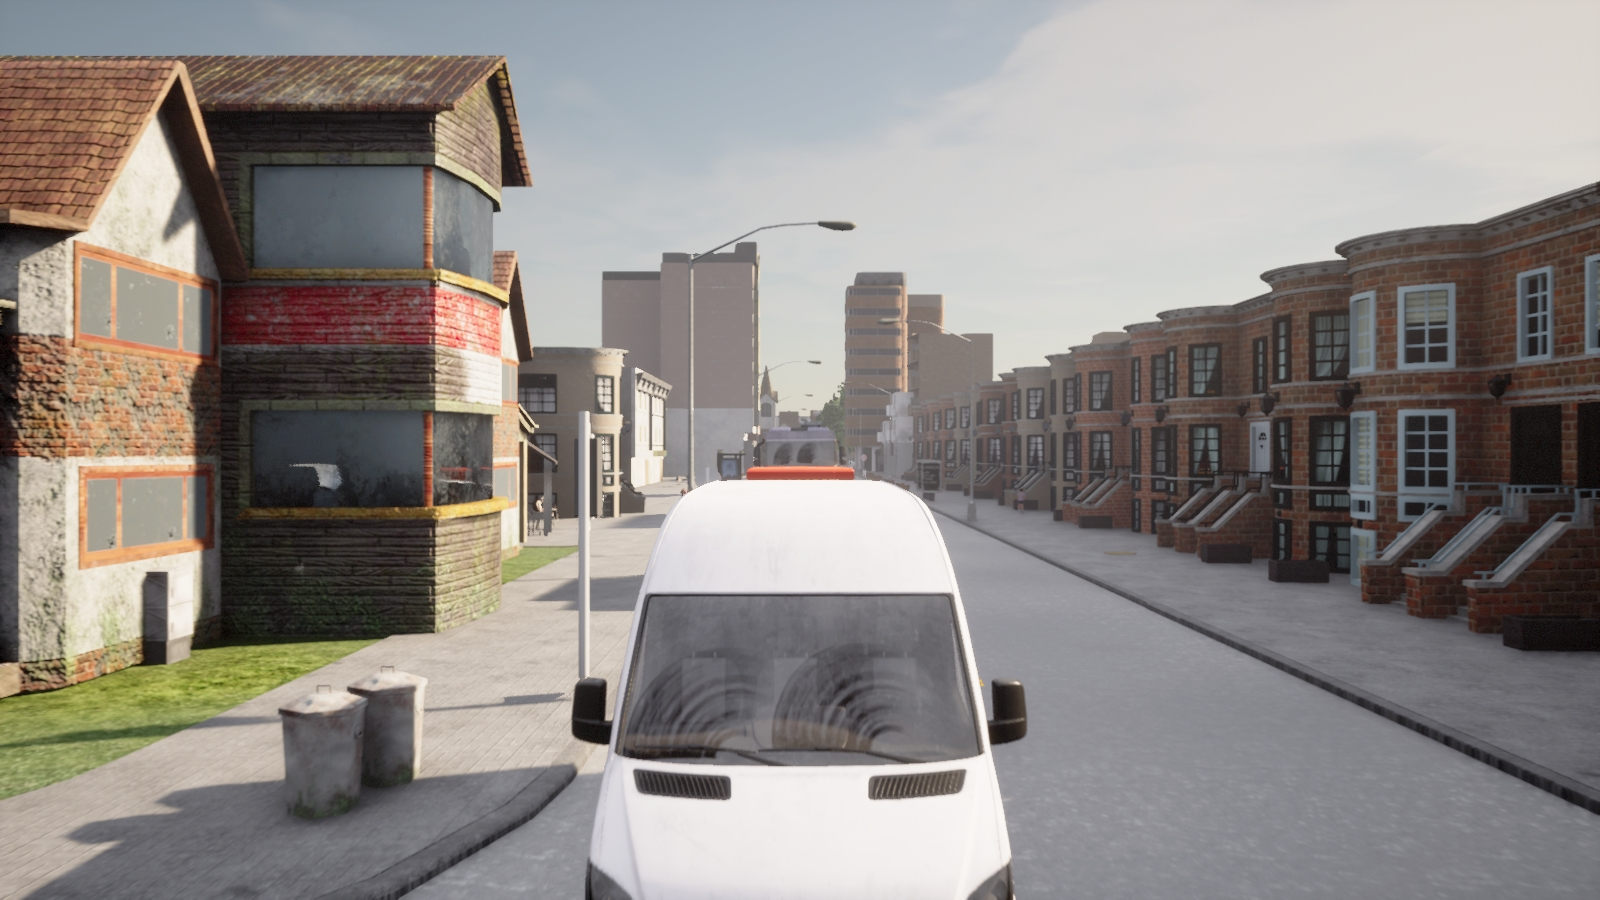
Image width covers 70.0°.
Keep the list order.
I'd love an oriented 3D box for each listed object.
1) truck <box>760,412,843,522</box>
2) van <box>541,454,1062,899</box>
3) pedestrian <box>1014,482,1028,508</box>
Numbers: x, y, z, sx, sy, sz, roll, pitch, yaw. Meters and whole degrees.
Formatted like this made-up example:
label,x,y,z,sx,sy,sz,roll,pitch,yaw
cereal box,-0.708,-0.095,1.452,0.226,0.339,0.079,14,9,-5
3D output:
label,x,y,z,sx,sy,sz,roll,pitch,yaw
truck,0.014,0.656,44.473,2.891,3.827,8.468,-1,-1,0
van,0.002,1.314,7.321,1.988,2.561,5.915,0,0,0
pedestrian,9.377,1.899,48.438,0.500,1.100,0.500,0,0,0
